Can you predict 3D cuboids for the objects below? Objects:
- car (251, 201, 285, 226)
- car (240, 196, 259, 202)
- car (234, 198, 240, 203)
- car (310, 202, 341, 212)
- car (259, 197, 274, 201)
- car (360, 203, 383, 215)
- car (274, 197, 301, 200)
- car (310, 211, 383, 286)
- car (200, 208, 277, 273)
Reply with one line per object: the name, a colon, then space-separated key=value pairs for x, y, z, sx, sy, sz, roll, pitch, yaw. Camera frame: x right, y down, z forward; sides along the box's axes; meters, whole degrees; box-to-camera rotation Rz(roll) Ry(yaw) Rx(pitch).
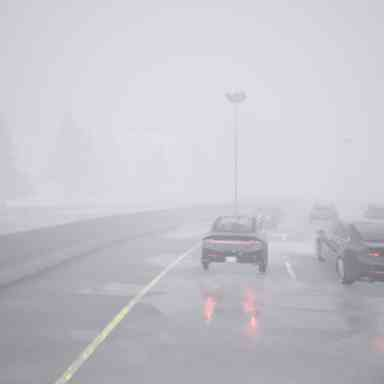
car: x=5.174 y=1.571 z=22.928 sx=2.033 sy=1.411 sz=5.357 roll=0 pitch=0 yaw=23
car: x=11.738 y=1.537 z=61.626 sx=5.008 sy=1.535 sz=1.882 roll=0 pitch=0 yaw=-42
car: x=10.345 y=1.553 z=65.120 sx=4.902 sy=1.511 sz=2.128 roll=0 pitch=0 yaw=-41
car: x=10.092 y=1.527 z=25.180 sx=2.128 sy=1.511 sz=4.902 roll=0 pitch=0 yaw=26
car: x=14.433 y=1.627 z=59.308 sx=4.181 sy=1.385 sz=1.994 roll=0 pitch=0 yaw=-42
car: x=13.451 y=1.548 z=24.106 sx=1.837 sy=1.490 sz=4.892 roll=0 pitch=0 yaw=26
car: x=16.603 y=1.544 z=56.529 sx=5.008 sy=1.535 sz=1.882 roll=0 pitch=0 yaw=-41
car: x=4.770 y=1.520 z=9.316 sx=1.837 sy=1.490 sz=4.892 roll=0 pitch=0 yaw=10
car: x=1.501 y=1.501 z=10.838 sx=2.128 sy=1.511 sz=4.902 roll=0 pitch=0 yaw=12
